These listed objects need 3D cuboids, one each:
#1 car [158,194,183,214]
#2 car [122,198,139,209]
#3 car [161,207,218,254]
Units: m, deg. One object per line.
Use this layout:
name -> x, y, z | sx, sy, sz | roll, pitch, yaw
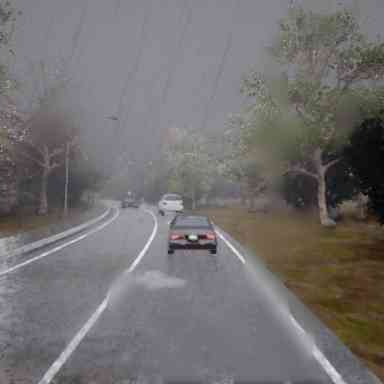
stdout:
car -> -2.270, 1.278, 34.300 | 2.150, 2.045, 5.566 | 1, 0, -10
car -> -8.150, 1.541, 43.601 | 1.994, 1.385, 4.181 | 1, 0, -15
car -> -0.063, 1.568, 13.648 | 2.033, 1.411, 5.357 | 0, 0, -2
